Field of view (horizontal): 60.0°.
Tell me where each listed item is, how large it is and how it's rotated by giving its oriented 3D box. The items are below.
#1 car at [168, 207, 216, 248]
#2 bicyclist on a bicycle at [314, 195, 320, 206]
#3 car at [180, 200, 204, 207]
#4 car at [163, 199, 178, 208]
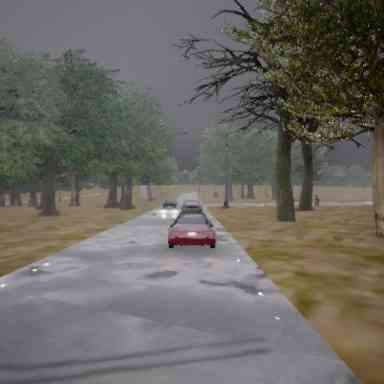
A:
[{"bbox_3d":[0.000,1.571,14.691,1.994,1.385,4.181,0,0,0],"label":"car"},{"bbox_3d":[18.546,1.265,49.511,0.582,1.620,1.656,-1,0,0],"label":"bicyclist on a bicycle"},{"bbox_3d":[0.000,1.512,29.693,1.837,1.490,4.892,0,0,0],"label":"car"},{"bbox_3d":[-3.000,1.622,46.171,1.895,1.301,4.718,0,0,0],"label":"car"}]
